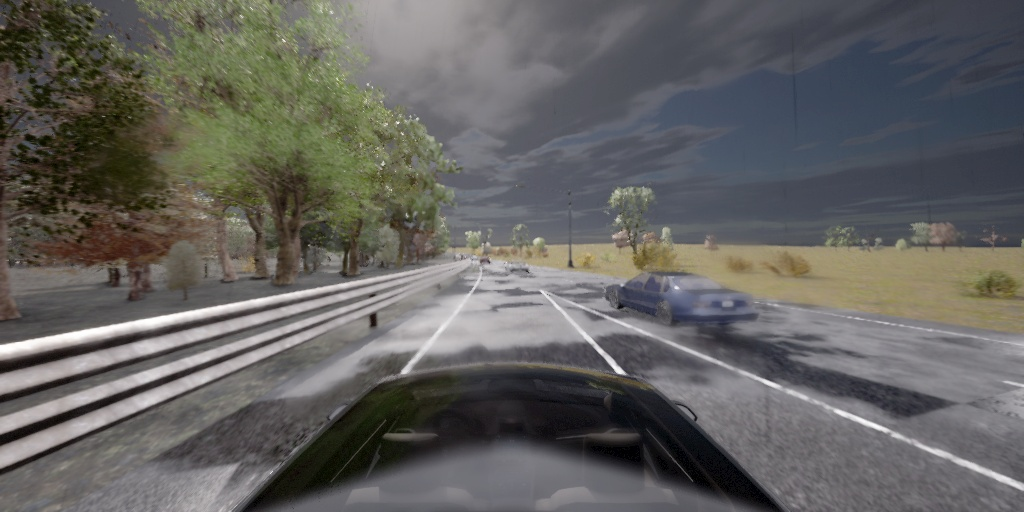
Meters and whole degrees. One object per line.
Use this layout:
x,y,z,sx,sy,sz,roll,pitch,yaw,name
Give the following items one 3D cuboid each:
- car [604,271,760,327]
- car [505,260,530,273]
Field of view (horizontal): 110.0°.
4.706,1.169,10.972,2.033,1.411,5.357,0,0,-9,car
0.424,1.062,36.655,1.895,1.301,4.718,0,0,-9,car
